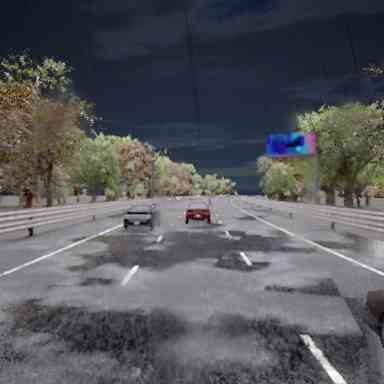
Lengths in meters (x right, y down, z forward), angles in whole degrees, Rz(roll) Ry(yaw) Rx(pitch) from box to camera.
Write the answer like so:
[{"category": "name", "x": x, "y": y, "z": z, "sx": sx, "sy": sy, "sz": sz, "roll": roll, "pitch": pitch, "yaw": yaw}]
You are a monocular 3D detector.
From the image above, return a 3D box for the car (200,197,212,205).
[{"category": "car", "x": 2.794, "y": 1.787, "z": 64.426, "sx": 2.033, "sy": 1.411, "sz": 5.357, "roll": 0, "pitch": 0, "yaw": 5}]

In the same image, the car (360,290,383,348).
[{"category": "car", "x": 3.500, "y": 1.558, "z": 2.657, "sx": 2.033, "sy": 1.411, "sz": 5.357, "roll": 0, "pitch": 0, "yaw": 0}]

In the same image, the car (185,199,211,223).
[{"category": "car", "x": 0.514, "y": 1.561, "z": 26.435, "sx": 1.882, "sy": 1.535, "sz": 5.008, "roll": 0, "pitch": 0, "yaw": 2}]

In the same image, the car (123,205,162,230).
[{"category": "car", "x": -3.078, "y": 1.555, "z": 21.360, "sx": 2.128, "sy": 1.511, "sz": 4.902, "roll": 0, "pitch": 0, "yaw": 2}]
